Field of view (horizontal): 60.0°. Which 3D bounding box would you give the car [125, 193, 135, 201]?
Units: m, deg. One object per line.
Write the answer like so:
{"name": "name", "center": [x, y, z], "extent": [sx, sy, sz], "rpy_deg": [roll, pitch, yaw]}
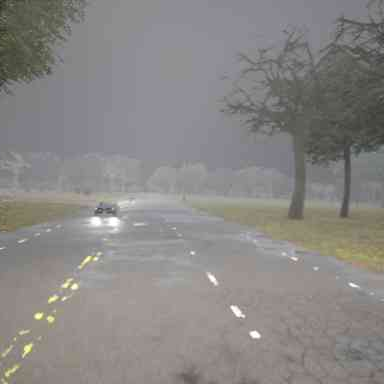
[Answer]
{"name": "car", "center": [-13.838, 1.108, 74.632], "extent": [1.837, 1.490, 4.892], "rpy_deg": [2, 0, -8]}

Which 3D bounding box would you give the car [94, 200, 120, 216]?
{"name": "car", "center": [-7.691, 1.455, 30.288], "extent": [1.895, 1.301, 4.718], "rpy_deg": [2, 0, -8]}
